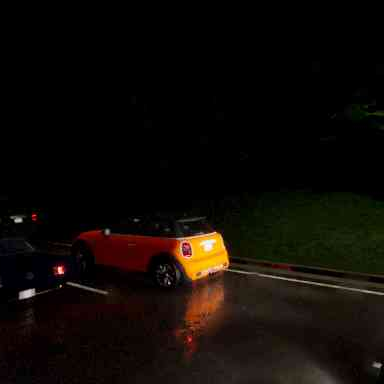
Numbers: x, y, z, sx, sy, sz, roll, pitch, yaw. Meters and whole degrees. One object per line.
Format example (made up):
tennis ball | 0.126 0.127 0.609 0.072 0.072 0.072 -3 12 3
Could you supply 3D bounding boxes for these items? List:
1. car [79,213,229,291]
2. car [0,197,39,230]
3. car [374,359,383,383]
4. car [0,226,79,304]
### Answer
car | -1.337 1.352 9.251 4.553 1.767 2.097 0 0 36
car | -9.083 1.222 14.777 5.566 2.045 2.150 0 0 36
car | 3.708 1.547 1.341 5.357 1.411 2.033 0 0 35
car | -4.863 1.601 7.465 4.718 1.301 1.895 0 0 35
